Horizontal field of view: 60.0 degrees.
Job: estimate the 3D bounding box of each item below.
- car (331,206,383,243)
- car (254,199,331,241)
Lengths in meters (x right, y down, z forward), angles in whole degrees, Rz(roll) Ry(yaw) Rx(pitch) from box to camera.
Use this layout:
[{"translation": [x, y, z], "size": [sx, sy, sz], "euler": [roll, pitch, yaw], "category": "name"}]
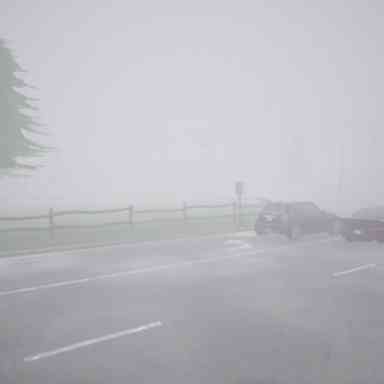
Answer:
[{"translation": [8.289, 1.325, 14.003], "size": [5.008, 1.535, 1.882], "euler": [-1, 1, -35], "category": "car"}, {"translation": [5.199, 1.213, 16.120], "size": [4.553, 1.767, 2.097], "euler": [-1, 0, -35], "category": "car"}]
